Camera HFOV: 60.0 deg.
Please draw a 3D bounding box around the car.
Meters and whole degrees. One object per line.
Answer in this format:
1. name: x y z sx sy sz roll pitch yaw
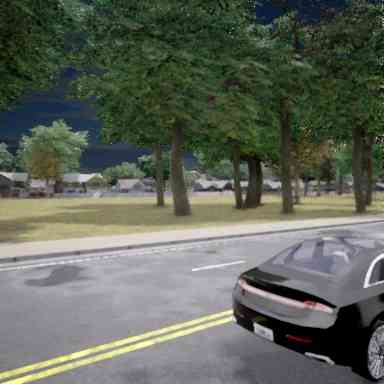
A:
1. car: 2.844 1.491 5.468 4.902 1.511 2.128 0 0 -36
